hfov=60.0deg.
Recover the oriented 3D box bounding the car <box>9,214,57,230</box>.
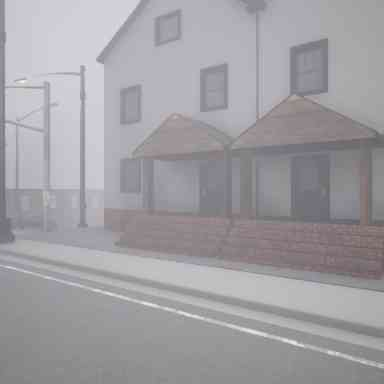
[{"bbox_3d":[-14.074,2.655,29.325,1.994,1.385,4.181,0,-9,36],"label":"car"}]
